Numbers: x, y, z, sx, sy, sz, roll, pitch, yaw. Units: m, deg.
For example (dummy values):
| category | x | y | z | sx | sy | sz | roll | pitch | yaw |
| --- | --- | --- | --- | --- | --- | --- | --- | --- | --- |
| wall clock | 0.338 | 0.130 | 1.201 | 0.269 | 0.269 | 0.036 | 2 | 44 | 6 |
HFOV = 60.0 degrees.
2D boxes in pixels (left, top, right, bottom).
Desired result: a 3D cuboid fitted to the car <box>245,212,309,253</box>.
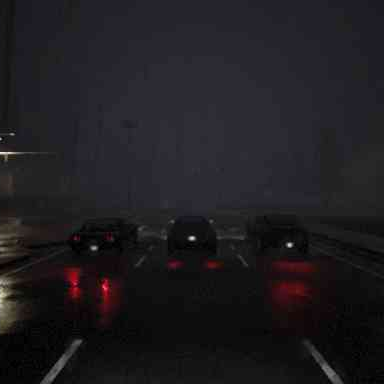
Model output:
| category | x | y | z | sx | sy | sz | roll | pitch | yaw |
| --- | --- | --- | --- | --- | --- | --- | --- | --- | --- |
| car | 3.497 | 1.645 | 14.332 | 1.837 | 1.490 | 4.892 | 0 | 0 | 0 |

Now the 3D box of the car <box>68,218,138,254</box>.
| category | x | y | z | sx | sy | sz | roll | pitch | yaw |
| --- | --- | --- | --- | --- | --- | --- | --- | --- | --- |
| car | -3.503 | 1.736 | 14.124 | 1.895 | 1.301 | 4.718 | 0 | -1 | 0 |

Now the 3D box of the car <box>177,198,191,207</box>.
| category | x | y | z | sx | sy | sz | roll | pitch | yaw |
| --- | --- | --- | --- | --- | --- | --- | --- | --- | --- |
| car | -1.335 | 1.992 | 66.856 | 2.097 | 1.767 | 4.553 | 0 | -1 | 0 |

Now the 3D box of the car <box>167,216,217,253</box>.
| category | x | y | z | sx | sy | sz | roll | pitch | yaw |
| --- | --- | --- | --- | --- | --- | --- | --- | --- | --- |
| car | -0.003 | 1.701 | 14.302 | 1.994 | 1.385 | 4.181 | 0 | -1 | 0 |
